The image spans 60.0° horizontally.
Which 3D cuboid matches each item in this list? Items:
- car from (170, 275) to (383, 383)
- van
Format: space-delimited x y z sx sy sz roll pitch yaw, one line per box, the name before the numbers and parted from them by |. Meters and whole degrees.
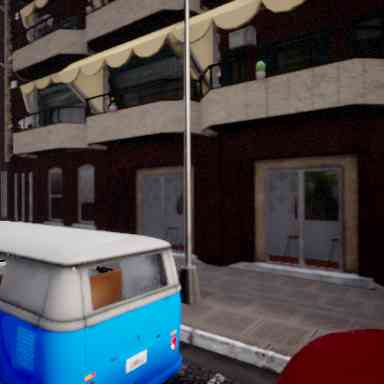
car | 2.588 1.319 0.887 5.009 1.841 2.192 0 -1 36
van | -2.020 1.332 4.176 3.998 1.788 1.690 0 -1 36
